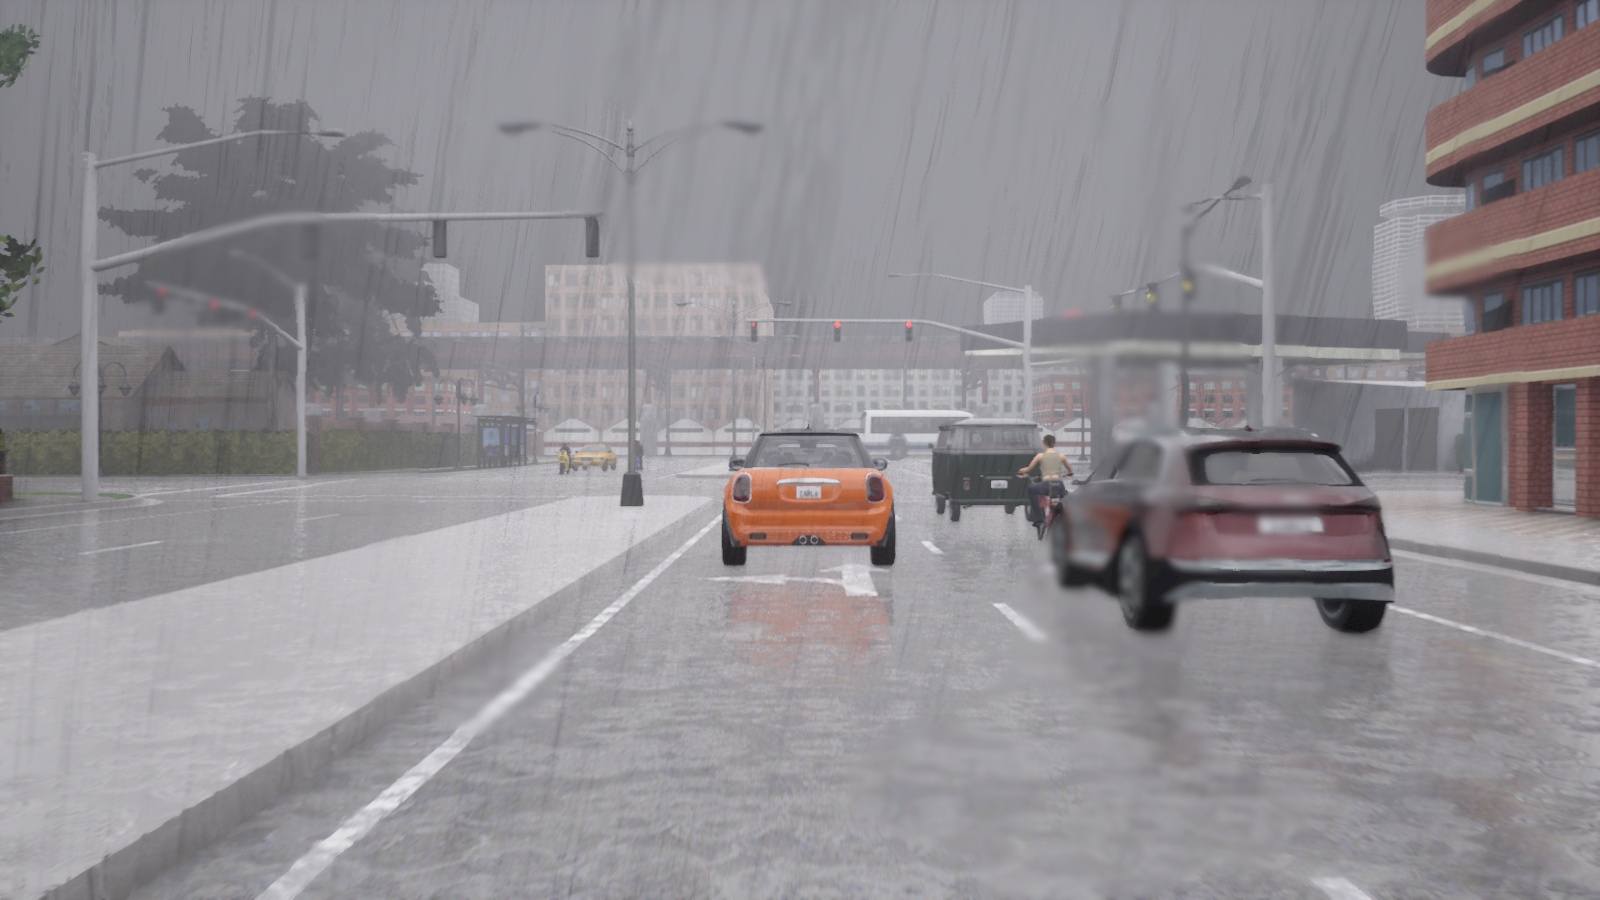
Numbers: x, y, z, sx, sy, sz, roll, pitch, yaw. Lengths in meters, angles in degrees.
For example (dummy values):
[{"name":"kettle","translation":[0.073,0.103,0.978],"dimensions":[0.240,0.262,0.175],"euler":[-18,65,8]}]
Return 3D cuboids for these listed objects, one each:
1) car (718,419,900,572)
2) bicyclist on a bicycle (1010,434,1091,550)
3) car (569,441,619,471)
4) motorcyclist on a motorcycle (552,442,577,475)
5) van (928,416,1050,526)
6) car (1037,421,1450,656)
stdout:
[{"name":"car","translation":[0.110,0.511,16.763],"dimensions":[2.097,1.767,4.553],"euler":[0,0,0]},{"name":"bicyclist on a bicycle","translation":[3.620,0.583,18.269],"dimensions":[0.866,1.612,1.509],"euler":[0,0,0]},{"name":"car","translation":[-11.098,0.293,68.094],"dimensions":[1.801,1.575,5.366],"euler":[0,0,0]},{"name":"motorcyclist on a motorcycle","translation":[-11.164,0.384,59.529],"dimensions":[0.797,1.523,2.044],"euler":[0,0,0]},{"name":"van","translation":[3.658,0.361,24.973],"dimensions":[1.775,1.987,4.442],"euler":[0,0,0]},{"name":"car","translation":[3.579,0.615,11.265],"dimensions":[2.033,1.649,4.856],"euler":[0,0,1]}]
